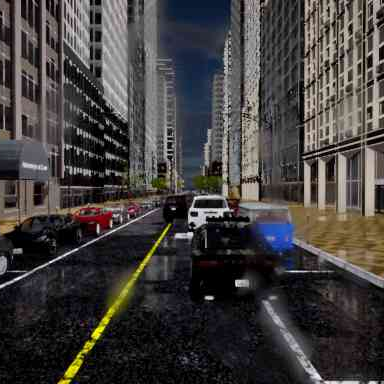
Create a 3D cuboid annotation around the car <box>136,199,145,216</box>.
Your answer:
[{"bbox_3d":[-5.725,1.575,30.102,1.802,1.307,4.206,-1,0,0],"label":"car"}]

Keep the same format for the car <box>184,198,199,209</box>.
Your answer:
[{"bbox_3d":[-0.027,1.553,45.684,1.994,1.385,4.181,0,0,1],"label":"car"}]

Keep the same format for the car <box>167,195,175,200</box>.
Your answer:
[{"bbox_3d":[-5.777,1.539,92.622,1.947,1.339,4.313,-1,0,0],"label":"car"}]

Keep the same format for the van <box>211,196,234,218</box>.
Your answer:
[{"bbox_3d":[2.654,1.334,30.109,1.690,1.788,3.998,-1,0,0],"label":"van"}]

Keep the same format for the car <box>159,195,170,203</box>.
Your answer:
[{"bbox_3d":[-5.759,1.422,69.887,1.967,1.590,4.097,-1,0,0],"label":"car"}]

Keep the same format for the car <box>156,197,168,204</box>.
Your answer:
[{"bbox_3d":[-5.753,1.565,64.204,1.802,1.307,4.206,-1,0,0],"label":"car"}]

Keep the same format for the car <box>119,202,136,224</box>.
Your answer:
[{"bbox_3d":[-5.721,1.545,24.418,2.008,1.369,4.403,-1,0,0],"label":"car"}]

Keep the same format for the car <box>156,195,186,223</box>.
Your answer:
[{"bbox_3d":[-0.165,1.214,24.787,2.150,2.045,5.566,-1,0,24],"label":"car"}]

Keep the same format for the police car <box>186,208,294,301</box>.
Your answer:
[{"bbox_3d":[0.891,1.423,8.513,1.930,1.638,5.238,0,0,0],"label":"police car"}]

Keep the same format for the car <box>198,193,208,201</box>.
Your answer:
[{"bbox_3d":[2.611,1.293,81.262,2.192,1.841,5.009,-1,0,0],"label":"car"}]

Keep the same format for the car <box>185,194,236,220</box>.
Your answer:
[{"bbox_3d":[0.883,1.220,18.434,2.150,2.045,5.566,0,0,0],"label":"car"}]

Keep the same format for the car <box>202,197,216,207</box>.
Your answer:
[{"bbox_3d":[2.637,1.538,52.843,2.008,1.369,4.403,-1,0,0],"label":"car"}]

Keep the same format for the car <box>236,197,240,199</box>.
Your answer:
[{"bbox_3d":[2.658,1.309,24.425,2.192,1.841,5.009,-1,0,0],"label":"car"}]

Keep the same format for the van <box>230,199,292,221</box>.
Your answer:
[{"bbox_3d":[2.668,1.338,13.058,1.690,1.788,3.998,-1,0,0],"label":"van"}]

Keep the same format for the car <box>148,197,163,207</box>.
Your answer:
[{"bbox_3d":[-5.744,1.538,52.836,2.008,1.369,4.403,-1,0,0],"label":"car"}]

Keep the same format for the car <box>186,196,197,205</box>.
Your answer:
[{"bbox_3d":[-0.052,1.511,59.413,1.812,1.442,4.674,0,0,0],"label":"car"}]

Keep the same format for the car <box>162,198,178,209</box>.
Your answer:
[{"bbox_3d":[-3.038,1.589,46.389,1.895,1.301,4.718,0,0,0],"label":"car"}]

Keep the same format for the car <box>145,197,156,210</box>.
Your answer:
[{"bbox_3d":[-5.735,1.541,41.469,2.008,1.369,4.403,-1,0,0],"label":"car"}]

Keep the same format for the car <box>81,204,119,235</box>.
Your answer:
[{"bbox_3d":[-5.715,1.540,18.735,1.887,1.381,4.507,-1,0,0],"label":"car"}]

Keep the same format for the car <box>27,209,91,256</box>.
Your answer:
[{"bbox_3d":[-5.710,1.563,13.051,1.947,1.339,4.313,-1,0,0],"label":"car"}]

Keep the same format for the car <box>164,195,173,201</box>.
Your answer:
[{"bbox_3d":[-5.767,1.503,81.085,1.752,1.417,4.829,-1,0,0],"label":"car"}]

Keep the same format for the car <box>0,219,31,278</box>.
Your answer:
[{"bbox_3d":[-5.706,1.549,7.367,2.008,1.369,4.403,-1,0,0],"label":"car"}]

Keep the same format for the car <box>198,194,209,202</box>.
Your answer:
[{"bbox_3d":[2.615,1.295,75.578,2.192,1.841,5.009,-1,0,0],"label":"car"}]

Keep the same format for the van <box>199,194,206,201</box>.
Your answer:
[{"bbox_3d":[2.606,1.317,86.946,1.690,1.788,3.998,-1,0,0],"label":"van"}]
